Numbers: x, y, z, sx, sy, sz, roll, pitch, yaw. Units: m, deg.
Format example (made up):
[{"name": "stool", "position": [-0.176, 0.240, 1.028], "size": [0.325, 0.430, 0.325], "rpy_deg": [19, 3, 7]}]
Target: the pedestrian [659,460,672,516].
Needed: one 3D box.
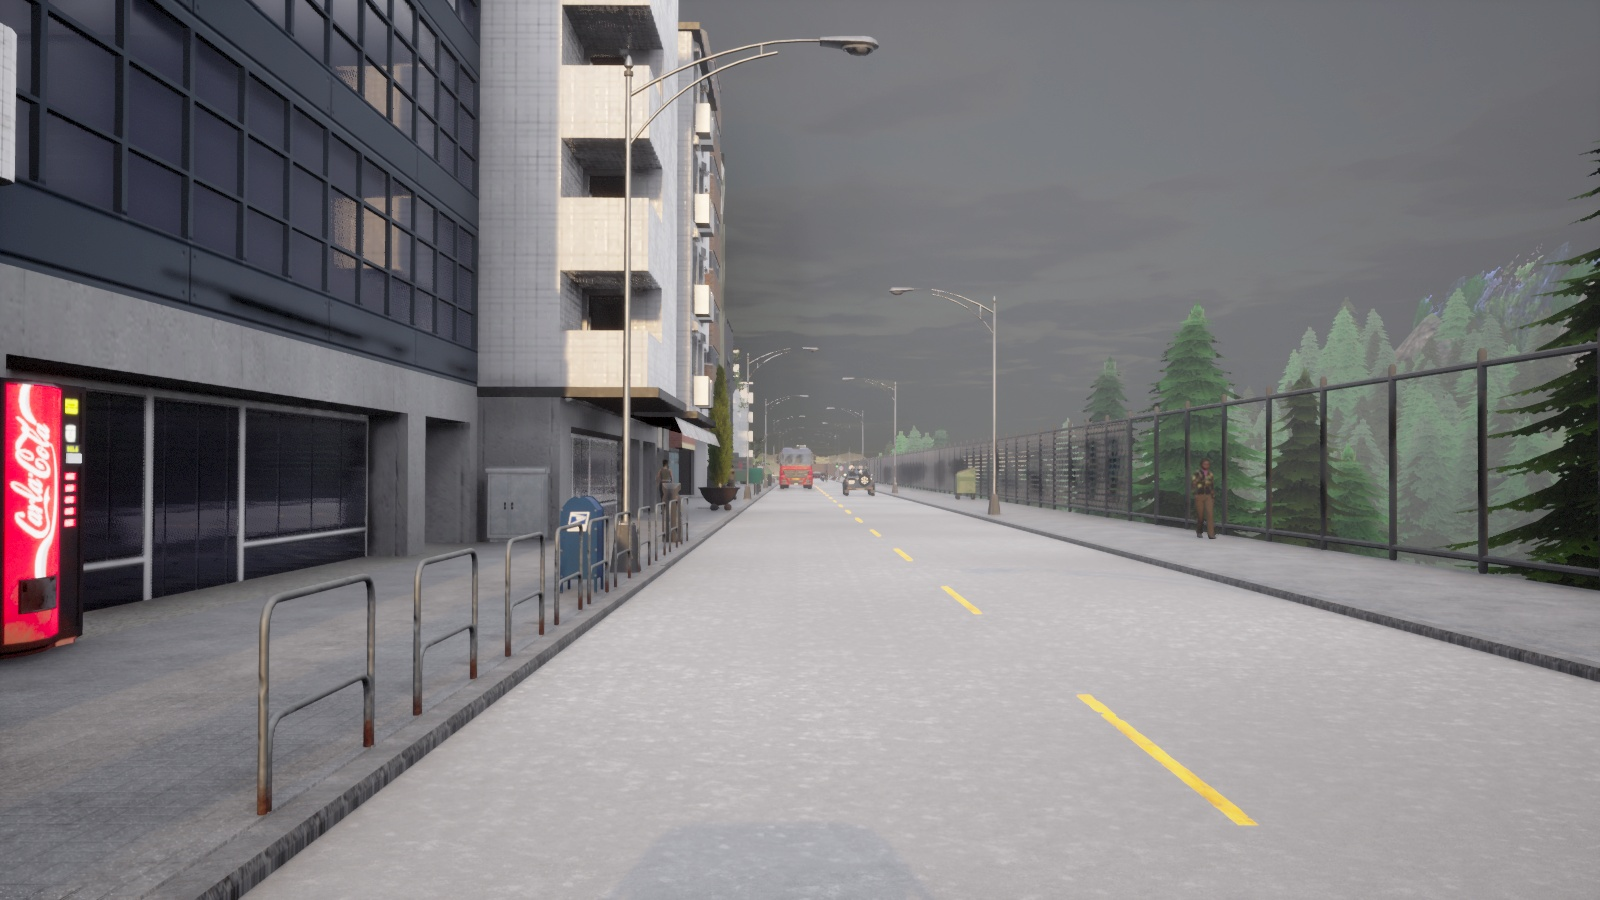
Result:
[{"name": "pedestrian", "position": [-4.416, 1.234, 41.306], "size": [0.345, 1.836, 0.594], "rpy_deg": [0, -1, 0]}]

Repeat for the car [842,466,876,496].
[{"name": "car", "position": [3.762, 1.968, 80.689], "size": [1.932, 1.855, 4.605], "rpy_deg": [0, -1, 0]}]

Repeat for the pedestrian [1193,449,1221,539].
[{"name": "pedestrian", "position": [8.864, 0.948, 27.372], "size": [0.395, 1.930, 0.692], "rpy_deg": [0, -1, 1]}]
